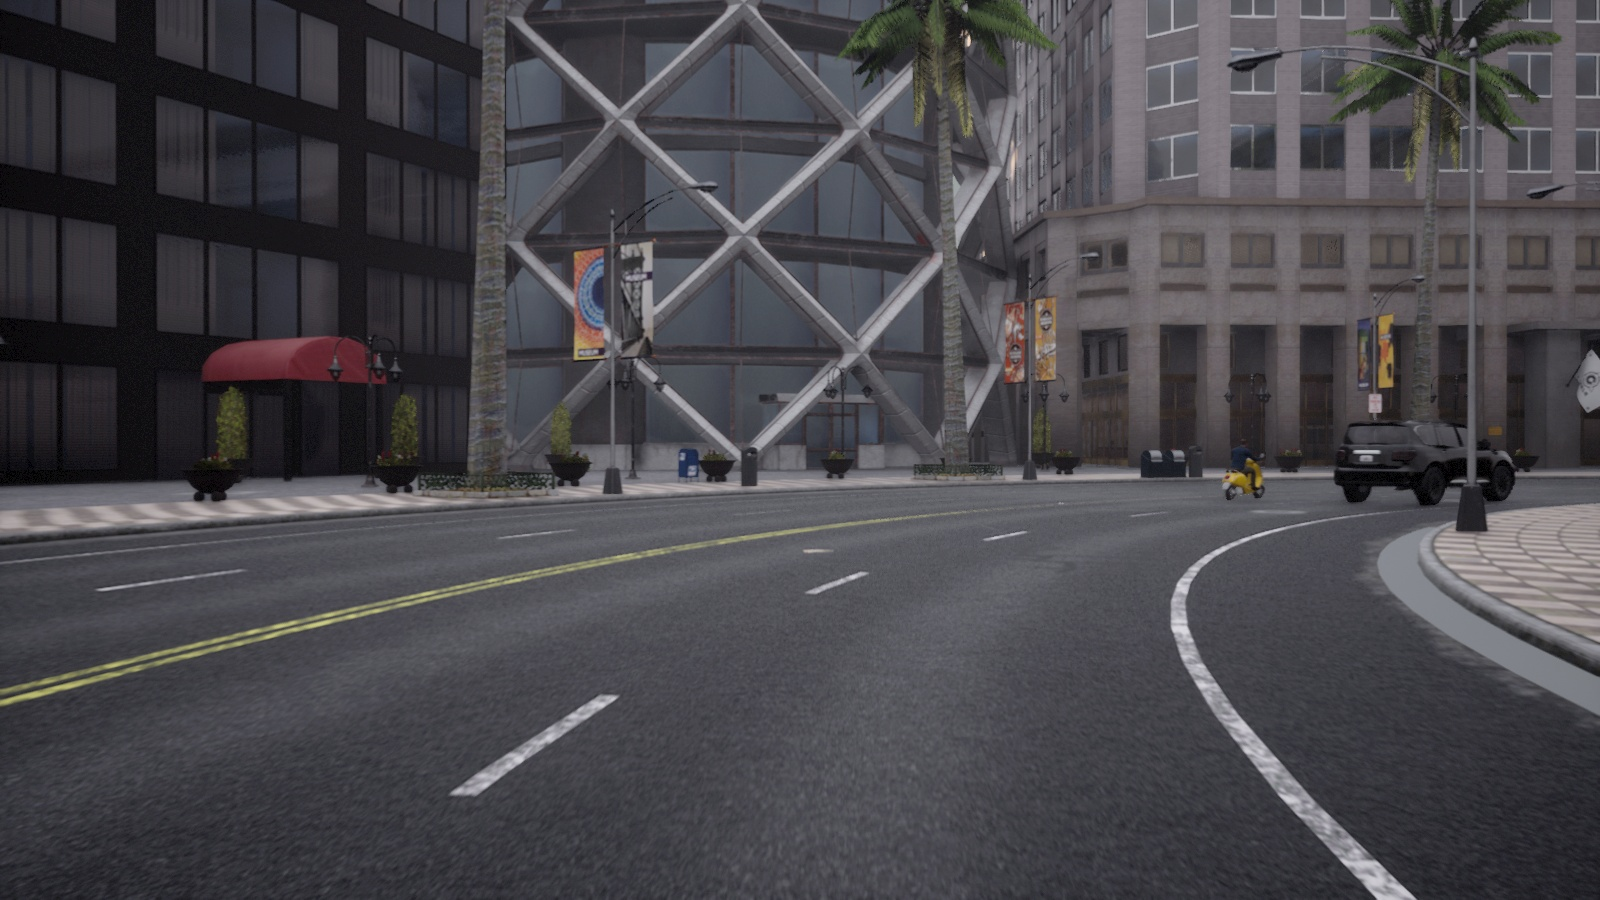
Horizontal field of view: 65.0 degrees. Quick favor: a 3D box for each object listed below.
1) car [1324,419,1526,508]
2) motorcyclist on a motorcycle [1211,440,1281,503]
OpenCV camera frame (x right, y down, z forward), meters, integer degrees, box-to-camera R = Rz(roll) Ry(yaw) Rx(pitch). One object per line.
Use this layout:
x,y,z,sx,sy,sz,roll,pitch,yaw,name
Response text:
15.691,0.309,31.411,5.566,2.045,2.150,0,0,-36,car
11.631,0.531,32.749,1.817,1.590,0.866,0,1,-39,motorcyclist on a motorcycle
